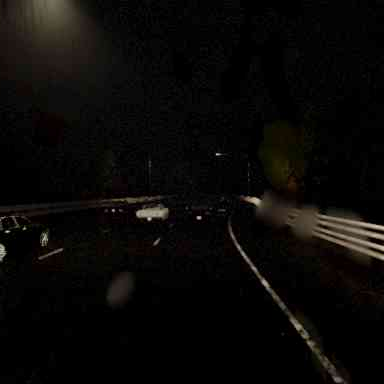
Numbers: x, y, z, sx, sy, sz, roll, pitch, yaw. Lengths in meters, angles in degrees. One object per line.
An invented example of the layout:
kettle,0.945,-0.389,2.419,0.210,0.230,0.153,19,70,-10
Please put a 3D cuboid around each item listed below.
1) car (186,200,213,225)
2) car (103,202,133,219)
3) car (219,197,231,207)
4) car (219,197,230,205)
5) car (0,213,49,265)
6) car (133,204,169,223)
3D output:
car,0.526,1.539,24.131,1.812,1.442,4.674,0,0,2
car,-6.291,1.561,29.534,2.033,1.411,5.357,0,0,2
car,5.275,1.574,53.165,1.812,1.442,4.674,0,0,6
car,6.114,1.665,62.736,1.895,1.301,4.718,0,0,4
car,-6.776,1.507,11.674,1.837,1.490,4.892,0,0,1
car,-2.924,1.614,25.754,1.895,1.301,4.718,0,0,2
